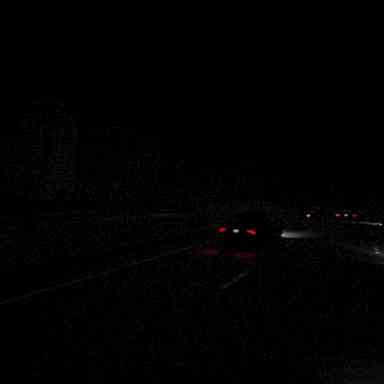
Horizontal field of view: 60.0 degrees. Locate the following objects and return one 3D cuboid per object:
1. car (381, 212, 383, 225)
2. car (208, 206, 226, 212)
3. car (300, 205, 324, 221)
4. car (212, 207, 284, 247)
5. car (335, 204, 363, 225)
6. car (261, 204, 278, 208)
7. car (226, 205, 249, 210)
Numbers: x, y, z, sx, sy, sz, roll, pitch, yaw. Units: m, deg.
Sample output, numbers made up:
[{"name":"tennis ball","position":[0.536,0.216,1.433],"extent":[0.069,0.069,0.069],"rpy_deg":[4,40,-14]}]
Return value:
[{"name":"car","position":[15.775,1.993,25.612],"extent":[1.994,1.385,4.181],"rpy_deg":[1,-2,27]},{"name":"car","position":[4.050,2.810,49.087],"extent":[2.128,1.511,4.902],"rpy_deg":[0,-6,27]},{"name":"car","position":[12.424,2.184,34.441],"extent":[1.837,1.490,4.892],"rpy_deg":[1,-3,27]},{"name":"car","position":[2.960,1.686,15.914],"extent":[2.033,1.411,5.357],"rpy_deg":[1,0,27]},{"name":"car","position":[13.367,2.012,28.595],"extent":[2.033,1.411,5.357],"rpy_deg":[1,-2,27]},{"name":"car","position":[10.824,2.715,46.933],"extent":[2.150,2.045,5.566],"rpy_deg":[1,-6,27]},{"name":"car","position":[7.011,2.662,47.196],"extent":[2.097,1.767,4.553],"rpy_deg":[0,-5,27]}]
